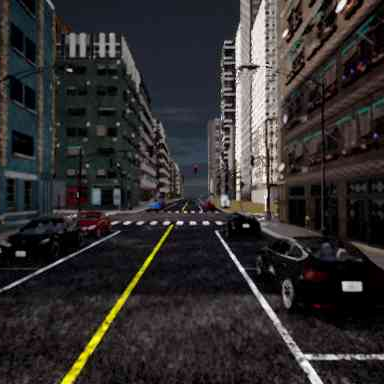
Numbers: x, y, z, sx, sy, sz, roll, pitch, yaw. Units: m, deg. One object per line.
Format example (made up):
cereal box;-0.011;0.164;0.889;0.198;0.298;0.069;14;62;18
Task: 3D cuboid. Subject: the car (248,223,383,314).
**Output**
car;2.701;1.645;7.683;1.947;1.339;4.313;0;-1;0

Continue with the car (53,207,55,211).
car;-18.770;1.764;39.985;4.313;1.339;1.947;1;-2;0

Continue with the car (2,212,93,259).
car;-5.679;1.701;13.221;1.947;1.339;4.313;0;-1;0

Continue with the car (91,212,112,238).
car;-5.677;1.774;18.744;1.802;1.307;4.206;0;-1;0

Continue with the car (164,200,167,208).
car;-5.663;1.909;56.667;2.192;1.841;5.009;0;-1;0

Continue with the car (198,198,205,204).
car;2.728;2.567;95.352;1.887;1.381;4.507;0;-1;0

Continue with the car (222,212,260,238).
car;2.704;1.758;18.729;1.947;1.339;4.313;0;-1;0

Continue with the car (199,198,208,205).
car;2.724;2.275;78.771;1.967;1.590;4.097;0;-1;0

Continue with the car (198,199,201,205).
car;2.719;2.093;62.189;1.967;1.590;4.097;0;-1;0

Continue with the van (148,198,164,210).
van;-5.665;1.875;51.139;1.690;1.788;3.998;0;-1;0

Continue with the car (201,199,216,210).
car;2.714;2.116;51.133;1.802;1.307;4.206;0;-1;0

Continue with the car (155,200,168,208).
car;-5.663;2.198;62.192;1.887;1.381;4.507;0;-1;0
